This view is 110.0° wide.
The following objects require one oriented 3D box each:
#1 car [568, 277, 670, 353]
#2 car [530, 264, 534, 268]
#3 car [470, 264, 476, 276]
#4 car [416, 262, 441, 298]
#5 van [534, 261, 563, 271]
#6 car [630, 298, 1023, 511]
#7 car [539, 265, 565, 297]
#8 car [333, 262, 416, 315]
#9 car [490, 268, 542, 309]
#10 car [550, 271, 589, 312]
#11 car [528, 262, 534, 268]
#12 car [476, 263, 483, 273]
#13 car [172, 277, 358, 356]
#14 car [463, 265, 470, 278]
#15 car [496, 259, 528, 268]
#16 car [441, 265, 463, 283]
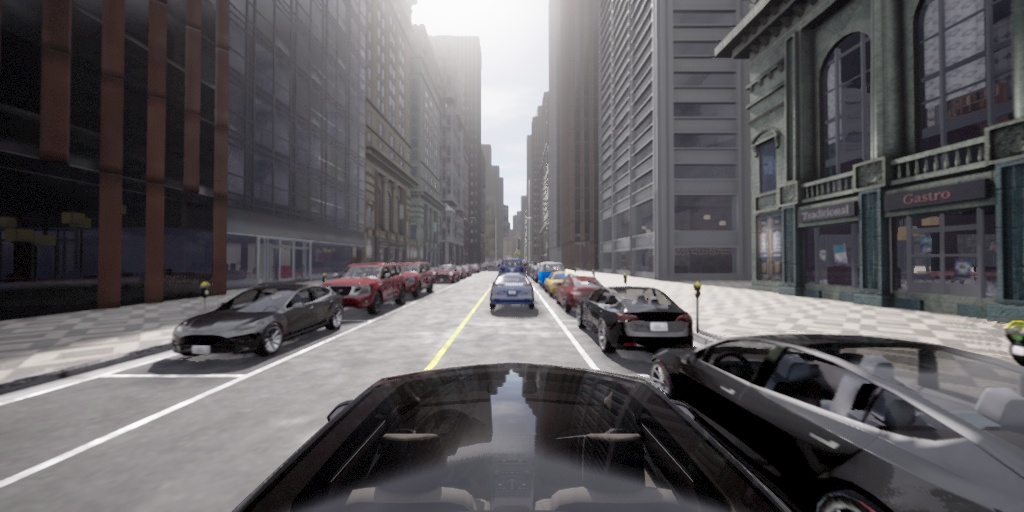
[{"bbox_3d":[2.764,1.382,8.821,1.948,1.339,4.313,0,0,0],"label":"car"},{"bbox_3d":[2.769,1.619,31.365,1.802,1.307,4.207,0,0,0],"label":"car"},{"bbox_3d":[-5.753,1.734,42.635,1.802,1.307,4.207,0,0,0],"label":"car"},{"bbox_3d":[-5.758,1.240,20.092,2.192,1.841,5.009,0,0,0],"label":"car"},{"bbox_3d":[2.768,1.321,25.729,1.690,1.789,3.998,0,0,0],"label":"van"},{"bbox_3d":[2.763,1.329,3.185,1.948,1.339,4.313,0,0,0],"label":"car"},{"bbox_3d":[2.767,1.451,20.263,1.751,1.417,4.829,0,0,0],"label":"car"},{"bbox_3d":[-5.759,1.185,14.456,2.192,1.841,5.009,0,0,0],"label":"car"},{"bbox_3d":[0.004,1.432,15.847,2.033,1.411,5.357,0,-1,0],"label":"car"},{"bbox_3d":[2.766,1.453,14.457,1.802,1.307,4.207,0,0,0],"label":"car"},{"bbox_3d":[2.771,1.644,37.002,2.007,1.370,4.403,0,0,0],"label":"car"},{"bbox_3d":[-5.751,1.852,53.907,1.802,1.307,4.207,0,0,0],"label":"car"},{"bbox_3d":[-5.761,1.383,8.820,1.948,1.339,4.313,0,0,0],"label":"car"},{"bbox_3d":[-5.755,1.676,36.998,1.802,1.307,4.207,0,0,0],"label":"car"},{"bbox_3d":[0.007,1.249,30.888,2.150,2.045,5.566,0,0,0],"label":"car"},{"bbox_3d":[-5.756,1.477,31.363,1.967,1.591,4.097,0,0,0],"label":"car"}]
